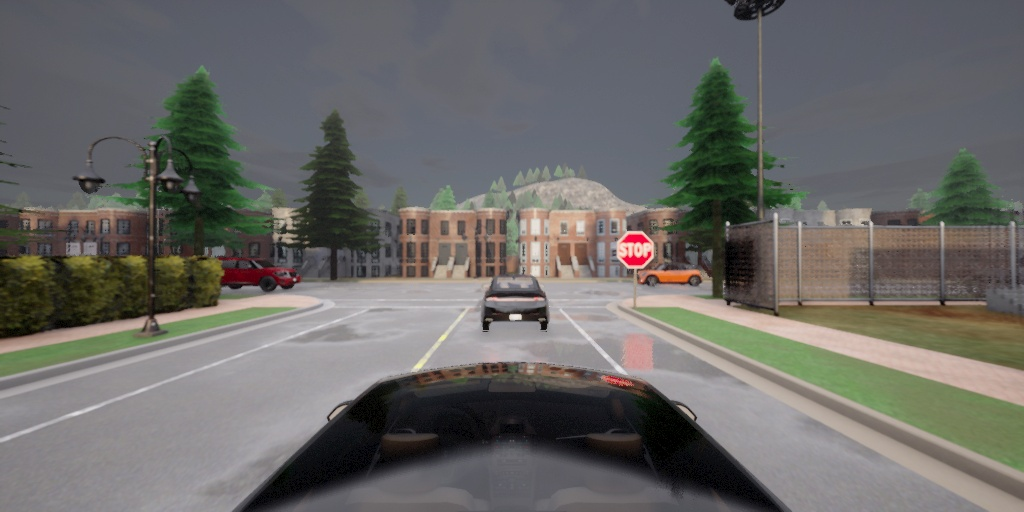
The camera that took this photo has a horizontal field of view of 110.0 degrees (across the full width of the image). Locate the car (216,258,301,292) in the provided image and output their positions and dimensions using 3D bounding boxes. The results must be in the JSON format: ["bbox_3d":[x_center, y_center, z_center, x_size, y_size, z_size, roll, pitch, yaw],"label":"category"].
[{"bbox_3d":[-16.267,1.126,22.267,5.566,2.045,2.150,0,0,-1],"label":"car"}]

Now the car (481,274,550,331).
[{"bbox_3d":[0.058,1.323,11.319,2.128,1.511,4.902,0,-1,-1],"label":"car"}]

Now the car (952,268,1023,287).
[{"bbox_3d":[35.342,1.541,26.231,4.718,1.301,1.895,0,0,0],"label":"car"}]

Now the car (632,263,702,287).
[{"bbox_3d":[11.209,1.290,26.115,4.553,1.767,2.097,0,0,0],"label":"car"}]

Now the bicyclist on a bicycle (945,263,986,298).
[{"bbox_3d":[21.735,1.165,17.186,0.582,1.620,1.656,0,-1,0],"label":"bicyclist on a bicycle"}]
